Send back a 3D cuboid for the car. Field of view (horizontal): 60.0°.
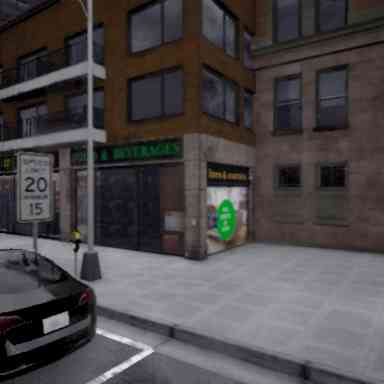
[{"bbox_3d":[-3.297,1.551,5.047,4.313,1.339,1.947,0,0,34],"label":"car"}]
